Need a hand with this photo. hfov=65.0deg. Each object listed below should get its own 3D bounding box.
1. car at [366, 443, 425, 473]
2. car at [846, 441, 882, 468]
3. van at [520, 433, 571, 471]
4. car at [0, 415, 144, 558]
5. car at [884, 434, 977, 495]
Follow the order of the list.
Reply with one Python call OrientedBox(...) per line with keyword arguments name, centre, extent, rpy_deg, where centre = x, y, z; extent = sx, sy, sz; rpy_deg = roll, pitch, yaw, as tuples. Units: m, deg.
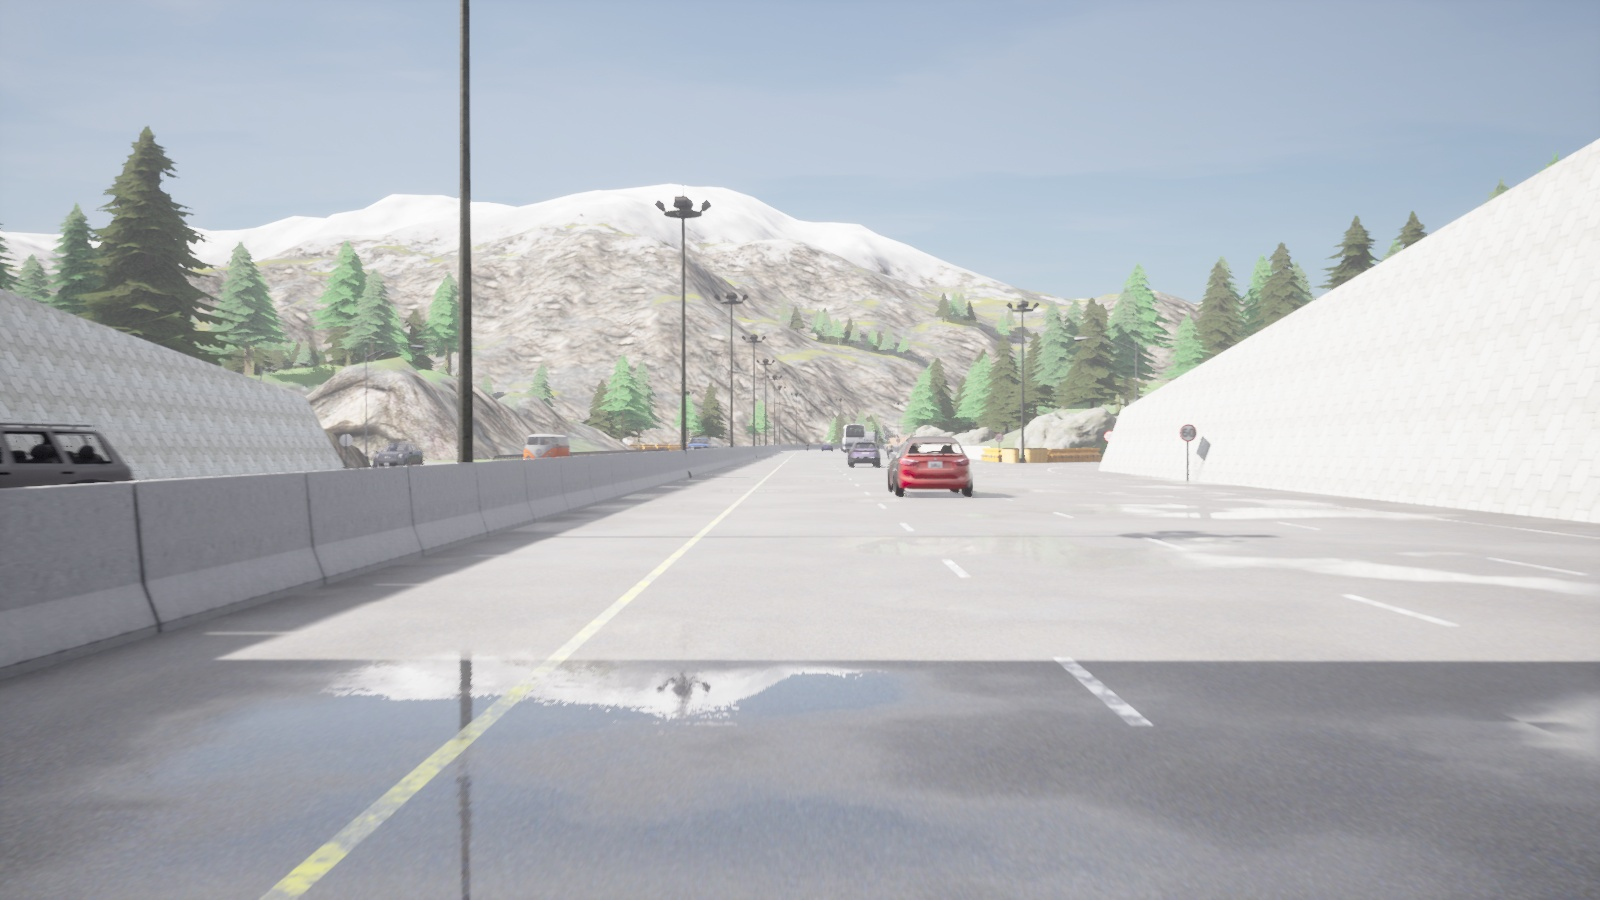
OrientedBox(name="car", centre=(-20.620, 0.382, 64.145), extent=(1.845, 1.501, 3.633), rpy_deg=(0, 0, 0))
OrientedBox(name="car", centre=(3.961, 0.238, 78.287), extent=(2.033, 1.649, 4.856), rpy_deg=(0, 0, 0))
OrientedBox(name="van", centre=(-13.601, 0.110, 67.317), extent=(1.775, 1.987, 4.442), rpy_deg=(0, 0, 0))
OrientedBox(name="car", centre=(-11.378, 0.463, 16.574), extent=(1.932, 1.855, 4.605), rpy_deg=(1, 0, 24))
OrientedBox(name="car", centre=(3.724, 0.387, 36.627), extent=(2.242, 1.667, 4.611), rpy_deg=(0, 0, 0))
